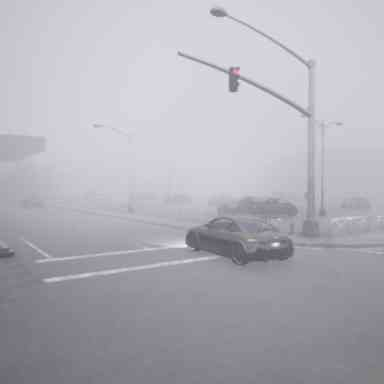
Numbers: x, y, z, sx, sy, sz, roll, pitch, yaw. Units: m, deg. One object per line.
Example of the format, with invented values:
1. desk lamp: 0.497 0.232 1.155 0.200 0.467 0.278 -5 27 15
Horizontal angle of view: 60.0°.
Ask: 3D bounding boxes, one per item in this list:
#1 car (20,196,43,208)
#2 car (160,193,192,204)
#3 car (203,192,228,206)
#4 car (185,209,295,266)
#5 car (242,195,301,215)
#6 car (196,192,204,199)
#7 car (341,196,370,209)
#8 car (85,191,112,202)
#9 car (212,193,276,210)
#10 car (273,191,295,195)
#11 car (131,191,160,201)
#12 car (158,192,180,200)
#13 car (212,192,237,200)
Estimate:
1. car: -19.686 1.231 40.715 2.033 1.411 5.357 0 0 -37
2. car: -2.141 1.008 51.303 4.514 1.523 2.007 0 0 -37
3. car: 3.753 1.101 43.234 3.633 1.501 1.845 0 0 -37
4. car: 1.466 1.506 11.549 1.994 1.385 4.181 0 0 -30
5. car: 6.505 1.224 26.651 4.514 1.523 2.007 0 0 -37
6. car: 2.831 0.840 74.512 3.806 1.475 1.970 0 0 -37
7. car: 19.716 1.259 40.100 3.806 1.475 1.970 0 0 -37
8. car: -15.762 0.977 56.692 3.806 1.475 1.970 0 0 -37
9. car: 4.602 1.192 29.145 5.027 1.636 2.152 0 0 -37
10. car: 16.545 0.864 57.143 4.605 1.855 1.932 0 0 -37
11. car: -8.957 0.718 61.752 4.605 1.855 1.932 0 0 -37
12. car: -5.016 0.875 73.279 4.514 1.523 2.007 0 0 -37
13. car: 6.899 0.808 69.538 5.027 1.636 2.152 0 0 -37
